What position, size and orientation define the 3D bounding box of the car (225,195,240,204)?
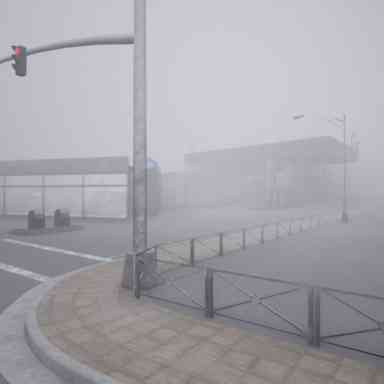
[{"bbox_3d":[7.288,1.473,62.917,2.242,1.667,4.611,0,0,36],"label":"car"}]
